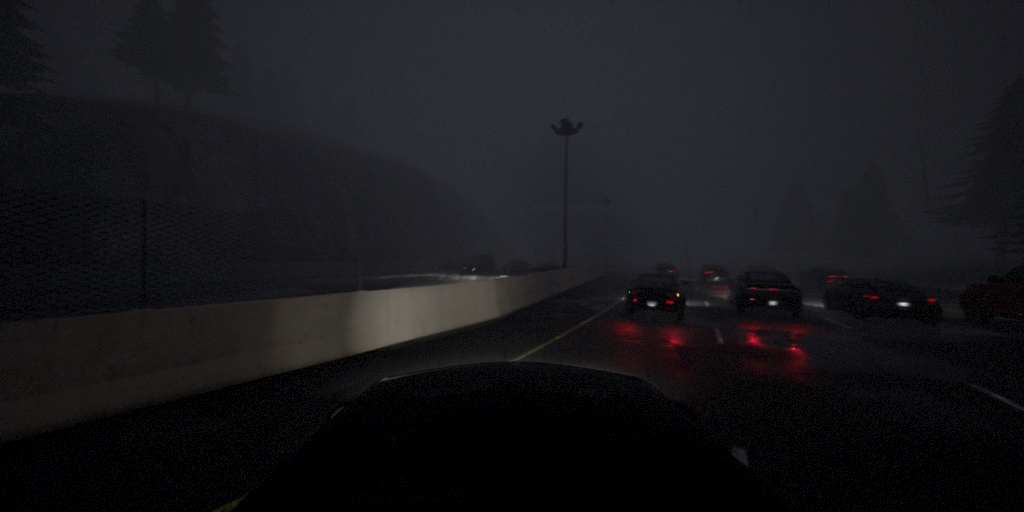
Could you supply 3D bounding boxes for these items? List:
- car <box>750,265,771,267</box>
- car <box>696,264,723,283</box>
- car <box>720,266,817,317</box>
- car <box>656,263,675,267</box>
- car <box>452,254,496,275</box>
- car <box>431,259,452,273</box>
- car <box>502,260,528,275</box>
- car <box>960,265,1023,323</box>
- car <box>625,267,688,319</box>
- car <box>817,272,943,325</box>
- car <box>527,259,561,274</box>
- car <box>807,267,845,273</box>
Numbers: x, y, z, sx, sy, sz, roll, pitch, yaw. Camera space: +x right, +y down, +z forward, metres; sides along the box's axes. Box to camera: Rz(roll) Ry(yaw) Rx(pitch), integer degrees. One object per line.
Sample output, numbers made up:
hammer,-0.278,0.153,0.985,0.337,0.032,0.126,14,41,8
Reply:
car,19.856,1.442,28.856,1.882,1.535,5.008,1,0,21
car,16.153,1.413,28.968,1.837,1.490,4.892,1,0,22
car,9.662,1.348,13.982,2.128,1.511,4.902,1,0,26
car,12.979,1.359,30.457,1.837,1.490,4.892,1,0,21
car,-3.554,0.797,36.664,2.150,2.045,5.566,1,0,21
car,-6.721,1.016,38.242,2.128,1.511,4.902,1,0,21
car,0.494,1.129,37.521,2.128,1.511,4.902,1,0,20
car,15.446,1.182,9.835,2.150,2.045,5.566,1,0,26
car,5.376,1.320,13.220,1.812,1.442,4.674,1,0,26
car,13.021,1.477,12.913,1.994,1.385,4.181,1,0,26
car,3.345,1.290,35.134,1.895,1.301,4.718,1,0,21
car,22.466,1.520,25.905,1.837,1.490,4.892,1,0,22
